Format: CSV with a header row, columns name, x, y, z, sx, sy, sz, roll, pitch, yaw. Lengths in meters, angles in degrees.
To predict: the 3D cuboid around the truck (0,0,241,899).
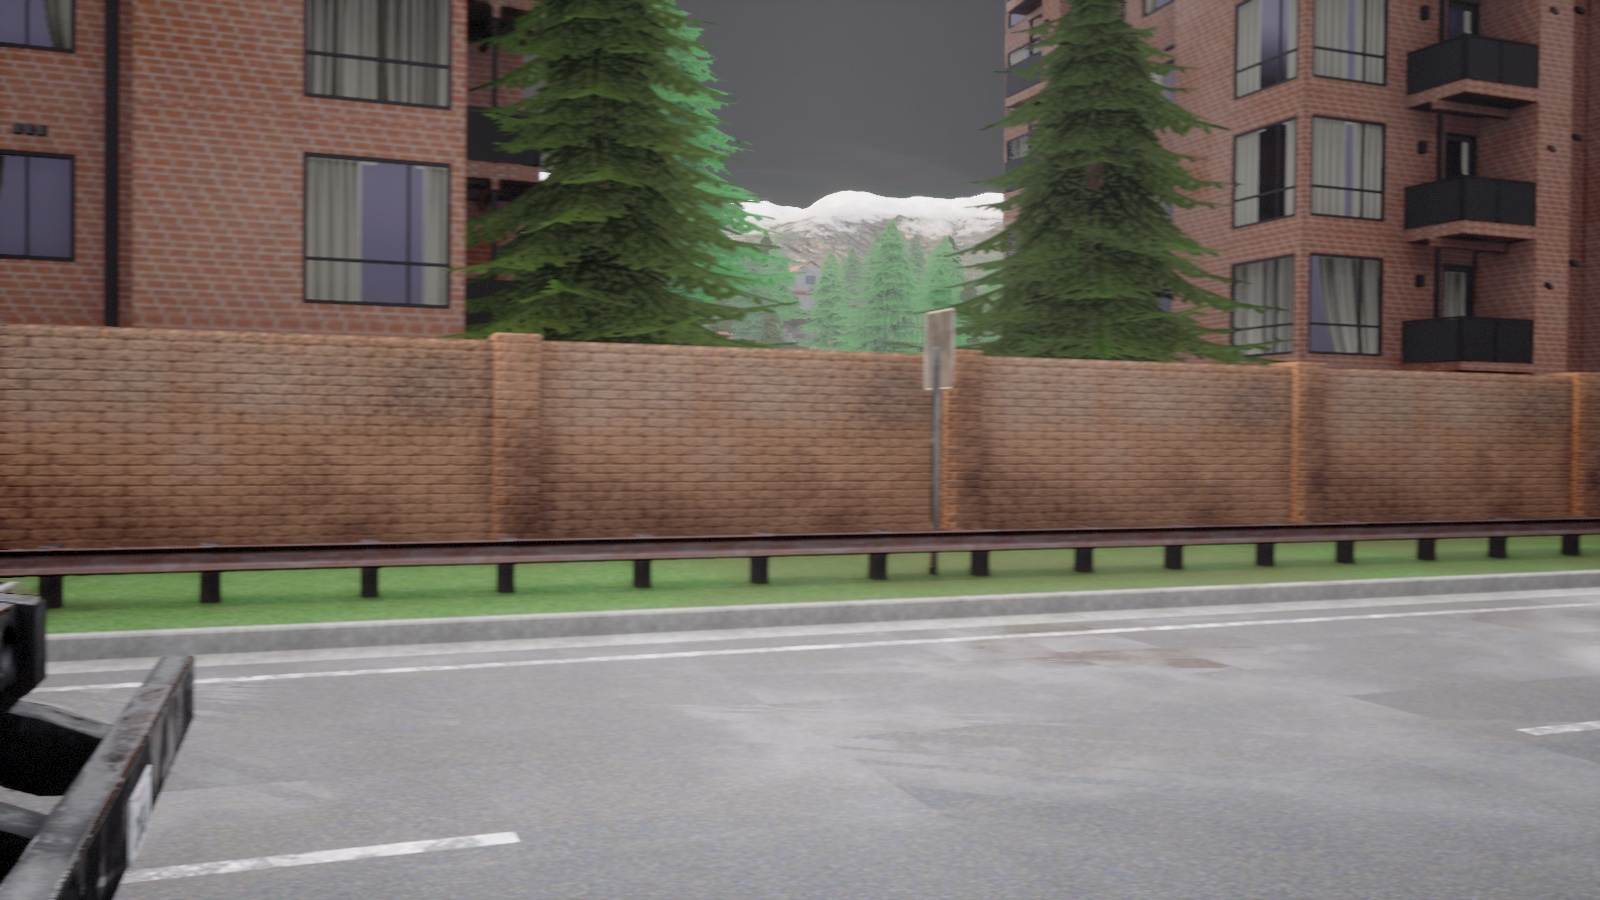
name,x,y,z,sx,sy,sz,roll,pitch,yaw
truck,-5.039,-0.151,1.314,7.936,3.462,2.891,-1,1,-21
